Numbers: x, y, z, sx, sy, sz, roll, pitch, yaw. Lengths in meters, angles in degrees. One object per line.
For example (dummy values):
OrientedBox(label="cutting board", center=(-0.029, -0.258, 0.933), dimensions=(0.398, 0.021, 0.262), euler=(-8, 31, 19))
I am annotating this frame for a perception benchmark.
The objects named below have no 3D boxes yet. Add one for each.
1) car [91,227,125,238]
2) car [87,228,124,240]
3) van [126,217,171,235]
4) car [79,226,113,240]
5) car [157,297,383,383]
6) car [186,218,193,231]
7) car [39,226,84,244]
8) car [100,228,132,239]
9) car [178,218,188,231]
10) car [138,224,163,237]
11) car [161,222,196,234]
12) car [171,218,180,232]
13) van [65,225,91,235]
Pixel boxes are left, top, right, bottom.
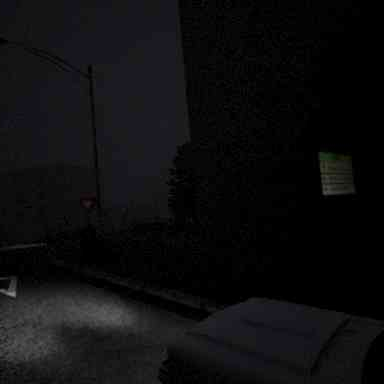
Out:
OrientedBox(label="car", center=(-11.248, 5.657, 46.315), dimensions=(2.033, 1.411, 5.357), euler=(-6, -7, 17))
OrientedBox(label="car", center=(-13.939, 6.719, 53.557), dimensions=(5.366, 1.575, 1.946), euler=(-6, -8, 17))
OrientedBox(label="van", center=(-5.248, 4.095, 39.471), dimensions=(4.442, 1.987, 1.878), euler=(-6, -7, 17))
OrientedBox(label="car", center=(-14.619, 6.272, 50.744), dimensions=(4.553, 1.767, 2.185), euler=(-6, -8, 17))
OrientedBox(label="car", center=(2.003, 1.606, 2.493), dimensions=(4.718, 1.301, 1.895), euler=(1, 0, 36))
OrientedBox(label="car", center=(-2.878, 4.885, 47.447), dimensions=(5.566, 2.045, 2.435), euler=(-6, -8, 17))
OrientedBox(label="car", center=(-14.393, 4.839, 36.451), dimensions=(1.895, 1.301, 4.718), euler=(-6, -6, 18))
OrientedBox(label="car", center=(-12.892, 7.018, 56.138), dimensions=(4.792, 1.488, 2.163), euler=(-6, -8, 17))
OrientedBox(label="car", center=(-3.657, 4.851, 44.813), dimensions=(5.008, 1.535, 2.097), euler=(-6, -8, 16))
OrientedBox(label="car", center=(-7.210, 6.708, 59.078), dimensions=(2.150, 2.045, 5.566), euler=(-6, -7, 17))
OrientedBox(label="car", center=(-2.019, 5.452, 50.059), dimensions=(4.792, 1.488, 2.163), euler=(-6, -8, 17))
OrientedBox(label="car", center=(-4.477, 4.604, 42.113), dimensions=(4.792, 1.488, 2.163), euler=(-6, -7, 17))
OrientedBox(label="van", center=(-16.440, 5.639, 45.519), dimensions=(4.442, 1.987, 1.878), euler=(-6, -7, 17))
